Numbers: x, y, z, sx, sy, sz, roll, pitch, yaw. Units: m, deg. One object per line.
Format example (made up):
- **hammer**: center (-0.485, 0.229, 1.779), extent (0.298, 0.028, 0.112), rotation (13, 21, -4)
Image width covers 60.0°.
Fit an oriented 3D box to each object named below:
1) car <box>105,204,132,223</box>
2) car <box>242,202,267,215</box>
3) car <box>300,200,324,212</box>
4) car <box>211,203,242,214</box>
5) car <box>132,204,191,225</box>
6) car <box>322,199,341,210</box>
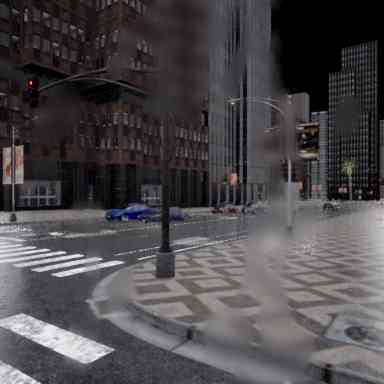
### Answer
- **car**: center (-5.355, 1.801, 29.181), extent (1.882, 1.535, 5.008), rotation (0, -1, 35)
- **car**: center (7.947, 2.103, 42.474), extent (1.837, 1.490, 4.892), rotation (0, -1, 35)
- **car**: center (18.081, 2.340, 50.995), extent (2.033, 1.411, 5.357), rotation (0, -1, 35)
- **car**: center (4.220, 2.131, 42.823), extent (1.994, 1.385, 4.181), rotation (0, -1, 35)
- **car**: center (-2.205, 1.887, 28.018), extent (2.033, 1.411, 5.357), rotation (0, -1, 35)
- **car**: center (26.025, 2.508, 62.314), extent (1.837, 1.490, 4.892), rotation (0, -1, 35)
